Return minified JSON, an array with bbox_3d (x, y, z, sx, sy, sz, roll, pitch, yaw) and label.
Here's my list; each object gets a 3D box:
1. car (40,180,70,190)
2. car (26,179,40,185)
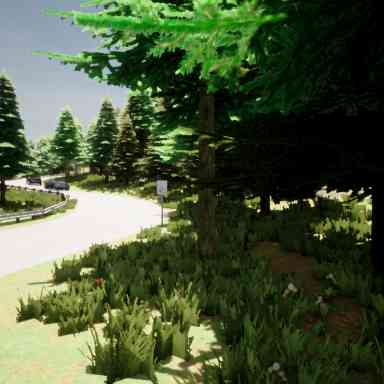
[{"bbox_3d":[-18.773,-0.986,46.136,4.181,1.385,1.994,6,4,40],"label":"car"},{"bbox_3d":[-25.392,-1.912,53.410,1.837,1.490,4.892,0,5,-33],"label":"car"}]
